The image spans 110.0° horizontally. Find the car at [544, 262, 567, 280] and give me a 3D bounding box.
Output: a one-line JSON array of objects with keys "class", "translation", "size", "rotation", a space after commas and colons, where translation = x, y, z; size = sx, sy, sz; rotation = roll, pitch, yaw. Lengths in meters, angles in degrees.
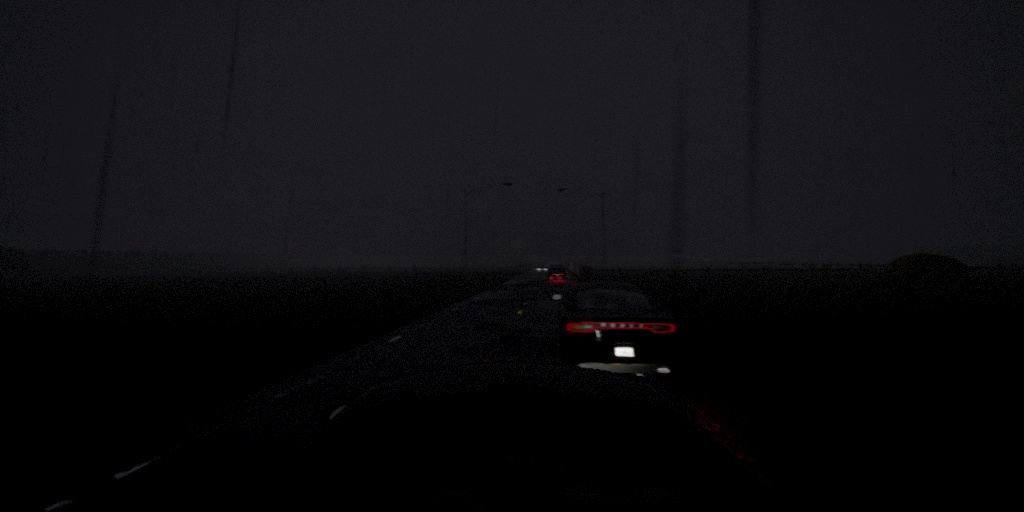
[{"class": "car", "translation": [4.540, 1.593, 36.742], "size": [1.837, 1.490, 4.892], "rotation": [-1, -1, 5]}]

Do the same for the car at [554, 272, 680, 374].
[{"class": "car", "translation": [1.927, 1.270, 7.681], "size": [1.882, 1.535, 5.008], "rotation": [-1, -1, 7]}]
